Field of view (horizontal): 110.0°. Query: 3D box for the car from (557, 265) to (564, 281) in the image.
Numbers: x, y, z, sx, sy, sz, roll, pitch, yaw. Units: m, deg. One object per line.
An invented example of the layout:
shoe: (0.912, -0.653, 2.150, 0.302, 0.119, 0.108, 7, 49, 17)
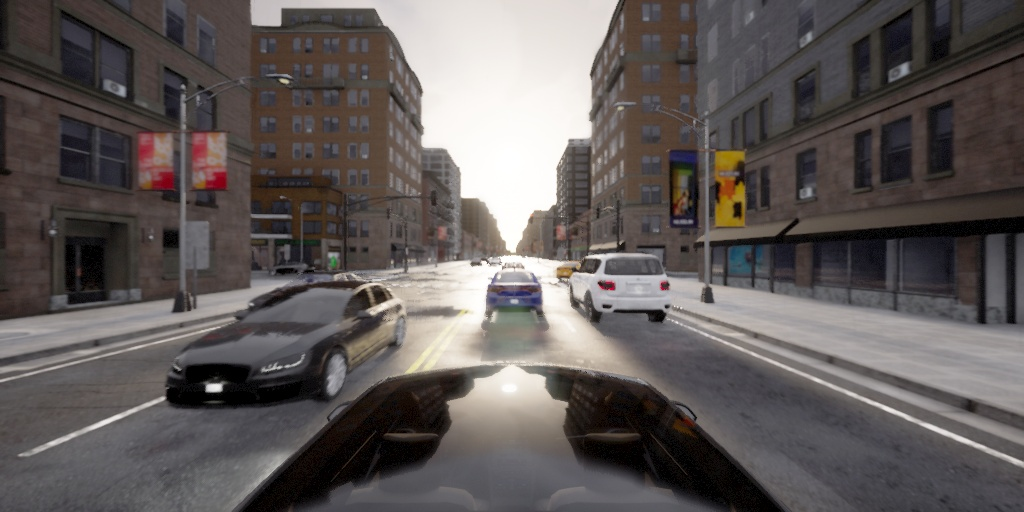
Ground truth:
car: (5.363, 1.161, 28.858, 1.882, 1.535, 5.008, -2, -1, 33)

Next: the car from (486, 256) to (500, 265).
car: (-3.191, 1.108, 65.239, 1.812, 1.442, 4.674, 0, 0, 1)

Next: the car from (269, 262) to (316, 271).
car: (-22.079, 1.243, 36.185, 4.313, 1.339, 1.948, 0, 0, 0)

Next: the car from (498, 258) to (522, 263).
car: (0.118, 1.158, 29.432, 1.882, 1.535, 5.008, 0, 0, 0)

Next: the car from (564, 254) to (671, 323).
car: (3.341, 0.946, 12.145, 2.150, 2.045, 5.566, 0, 0, 0)

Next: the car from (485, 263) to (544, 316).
car: (0.090, 1.199, 13.193, 1.882, 1.535, 5.008, 0, 0, 0)

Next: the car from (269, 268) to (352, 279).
car: (-6.552, 1.271, 12.530, 2.033, 1.411, 5.357, 0, 0, 0)

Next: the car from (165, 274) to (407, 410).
car: (-3.334, 1.245, 6.453, 1.837, 1.490, 4.892, 0, 0, 0)
